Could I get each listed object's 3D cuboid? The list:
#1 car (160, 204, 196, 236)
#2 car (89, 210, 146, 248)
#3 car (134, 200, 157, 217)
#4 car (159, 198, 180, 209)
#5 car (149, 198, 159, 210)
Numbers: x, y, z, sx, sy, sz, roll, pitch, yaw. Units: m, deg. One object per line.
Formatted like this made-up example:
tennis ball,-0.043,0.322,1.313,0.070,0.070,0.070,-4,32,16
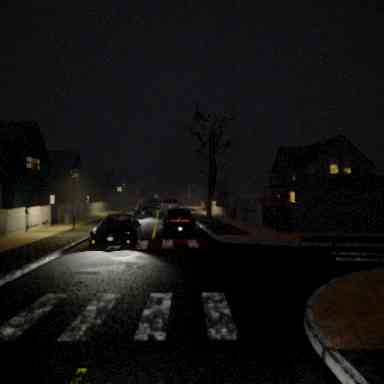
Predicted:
car,-0.826,1.731,20.126,1.837,1.490,4.892,0,-1,-5
car,-3.445,1.741,15.566,1.994,1.385,4.181,0,-1,-4
car,-5.277,1.948,36.817,2.128,1.511,4.902,0,-1,-5
car,-2.672,1.726,40.578,2.150,2.045,5.566,0,-1,-5
car,-6.593,2.036,57.436,2.150,2.045,5.566,0,-1,-2
